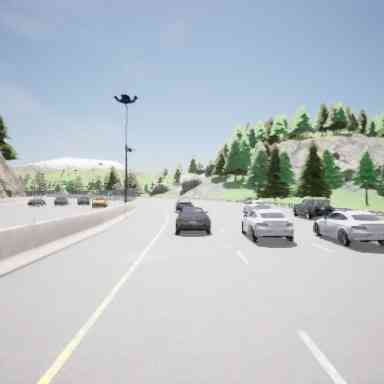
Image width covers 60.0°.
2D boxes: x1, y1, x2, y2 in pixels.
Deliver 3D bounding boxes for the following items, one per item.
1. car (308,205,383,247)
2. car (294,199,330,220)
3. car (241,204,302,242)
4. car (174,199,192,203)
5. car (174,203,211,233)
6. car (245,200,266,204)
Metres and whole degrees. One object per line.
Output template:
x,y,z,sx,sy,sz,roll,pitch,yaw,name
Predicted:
7.087,1.527,14.979,1.812,1.442,4.674,0,0,0,car
10.209,1.354,28.374,2.097,1.767,4.553,0,0,-3,car
3.577,1.527,16.264,1.812,1.442,4.674,0,0,0,car
-0.957,1.493,36.864,2.128,1.511,4.902,0,0,-5,car
0.031,1.565,19.501,1.994,1.385,4.181,0,0,-1,car
6.401,1.527,33.079,1.812,1.442,4.674,0,0,-4,car
